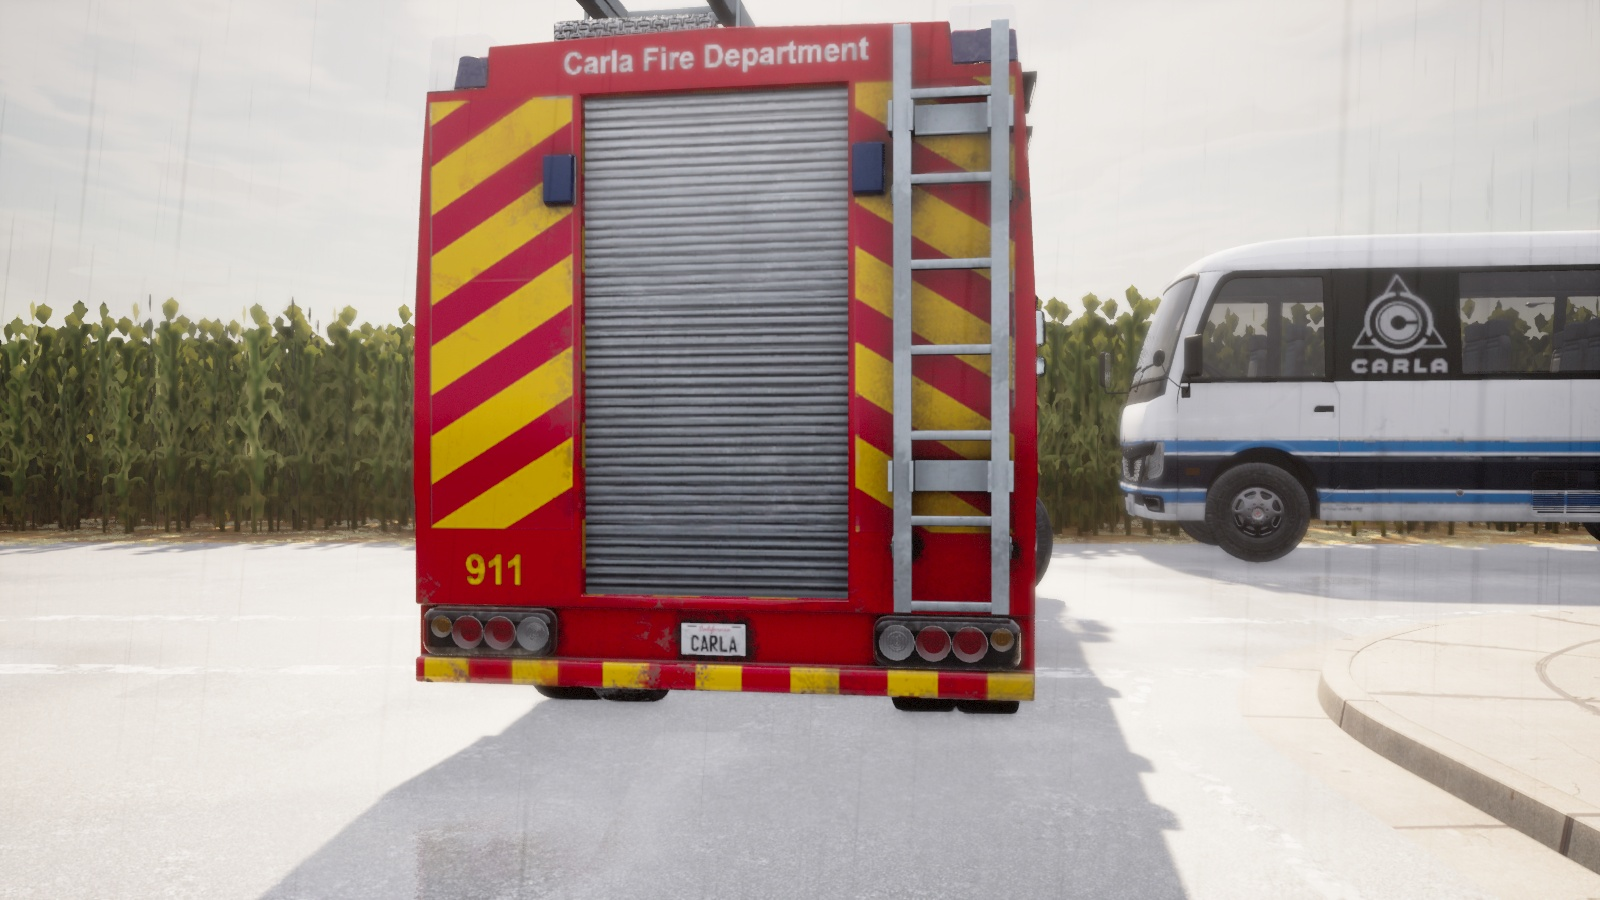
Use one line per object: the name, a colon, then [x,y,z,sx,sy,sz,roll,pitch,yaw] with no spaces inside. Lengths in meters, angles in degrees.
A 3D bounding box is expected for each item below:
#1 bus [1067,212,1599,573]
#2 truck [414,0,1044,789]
bus: [8.975,-0.691,16.848,10.273,4.253,3.944,0,0,8]
truck: [0.310,-0.466,9.815,2.891,3.827,8.468,0,0,9]
